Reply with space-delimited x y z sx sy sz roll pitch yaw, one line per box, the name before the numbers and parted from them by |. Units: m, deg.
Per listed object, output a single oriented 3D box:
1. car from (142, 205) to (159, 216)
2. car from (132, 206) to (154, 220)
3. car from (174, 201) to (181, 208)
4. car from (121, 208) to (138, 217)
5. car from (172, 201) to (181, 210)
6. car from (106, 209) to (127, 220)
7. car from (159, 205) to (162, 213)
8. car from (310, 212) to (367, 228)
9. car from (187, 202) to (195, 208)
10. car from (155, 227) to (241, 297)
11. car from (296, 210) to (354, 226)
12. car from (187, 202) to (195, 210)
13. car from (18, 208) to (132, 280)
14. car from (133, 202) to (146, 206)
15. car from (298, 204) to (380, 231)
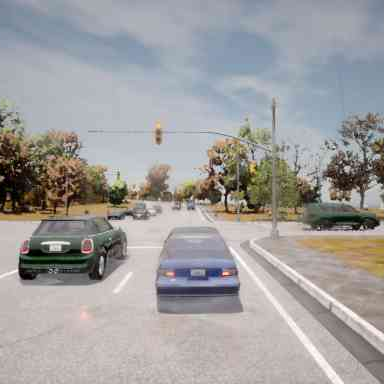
car | -7.237 3.433 57.689 1.812 1.442 4.674 0 -1 0
car | -7.220 3.158 47.798 2.128 1.511 4.902 0 -2 1
car | -3.833 3.248 87.867 1.837 1.490 4.892 0 0 -4
car | -10.740 3.504 57.478 1.895 1.301 4.718 0 -1 0
car | -3.712 3.539 77.834 1.895 1.301 4.718 0 0 0
car | -10.762 3.208 47.601 2.033 1.411 5.357 0 -2 -3
car | -7.198 3.488 67.979 1.837 1.490 4.892 0 0 0
car | 12.993 2.451 29.645 4.181 1.385 1.994 0 -3 -2
car | -0.334 3.305 87.961 1.994 1.385 4.181 0 0 -4
car | 0.068 1.646 8.901 2.033 1.411 5.357 0 -1 -1
car | 13.158 2.525 33.140 5.008 1.535 1.882 0 -3 -1
car | -0.212 3.467 77.779 1.812 1.442 4.674 0 0 0
car | -3.444 1.486 10.515 2.097 1.767 4.553 0 -1 0
car | -10.687 3.204 68.235 2.150 2.045 5.566 0 0 0
car | 11.482 1.936 25.919 5.566 2.045 2.150 0 -3 -1
